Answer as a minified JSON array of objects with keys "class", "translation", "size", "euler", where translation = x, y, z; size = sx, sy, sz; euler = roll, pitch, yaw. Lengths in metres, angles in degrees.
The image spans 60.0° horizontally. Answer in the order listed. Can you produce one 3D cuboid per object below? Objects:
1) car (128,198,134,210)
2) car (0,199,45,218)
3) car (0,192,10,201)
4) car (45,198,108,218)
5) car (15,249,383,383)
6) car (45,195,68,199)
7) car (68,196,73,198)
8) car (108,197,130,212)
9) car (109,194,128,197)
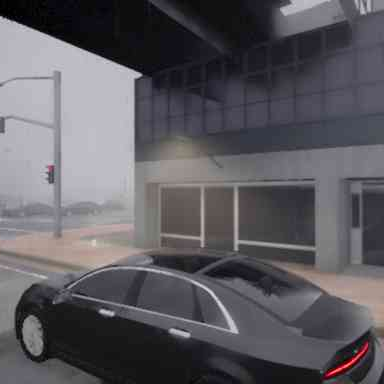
[{"class":"car","translation":[-4.797,1.586,38.581],"size":[1.812,1.442,4.674],"euler":[0,0,37]},{"class":"car","translation":[-14.980,1.632,30.736],"size":[1.994,1.385,4.181],"euler":[0,0,36]},{"class":"car","translation":[-24.861,1.257,41.312],"size":[3.866,1.878,1.905],"euler":[0,0,35]},{"class":"car","translation":[-10.603,1.565,30.789],"size":[1.837,1.490,4.892],"euler":[0,0,36]},{"class":"car","translation":[-0.373,1.511,4.261],"size":[4.892,1.490,1.837],"euler":[0,0,36]},{"class":"car","translation":[-27.844,1.294,67.458],"size":[4.605,1.855,1.932],"euler":[0,0,35]},{"class":"car","translation":[-26.116,1.505,69.784],"size":[3.905,1.438,1.784],"euler":[0,0,35]},{"class":"car","translation":[-9.768,1.594,37.769],"size":[1.812,1.442,4.674],"euler":[0,0,37]},{"class":"car","translation":[-13.541,1.257,57.341],"size":[3.866,1.878,1.905],"euler":[0,0,35]}]
